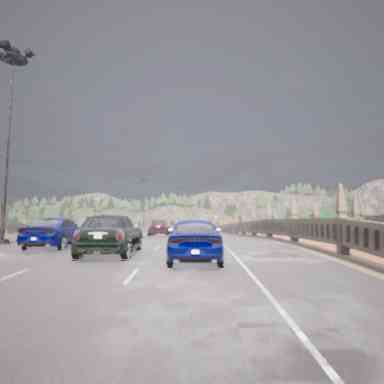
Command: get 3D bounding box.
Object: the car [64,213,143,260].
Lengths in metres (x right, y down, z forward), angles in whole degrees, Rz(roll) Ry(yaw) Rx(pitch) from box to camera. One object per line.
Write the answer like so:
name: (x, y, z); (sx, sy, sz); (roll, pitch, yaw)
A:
car: (-3.397, 1.755, 14.117); (2.097, 1.767, 4.553); (0, -3, 0)

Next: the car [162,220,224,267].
car: (0.103, 1.796, 12.583); (1.882, 1.535, 5.008); (0, -3, 0)

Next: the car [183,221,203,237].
car: (0.107, 3.616, 32.569); (1.837, 1.490, 4.892); (0, -6, 0)

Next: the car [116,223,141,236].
car: (-6.894, 4.110, 36.501); (1.994, 1.385, 4.181); (0, -6, 0)

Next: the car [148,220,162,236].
car: (-3.391, 3.797, 35.597); (2.097, 1.767, 4.553); (0, -6, 0)

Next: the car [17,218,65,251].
car: (-6.895, 2.062, 16.945); (1.882, 1.535, 5.008); (0, -4, 0)
